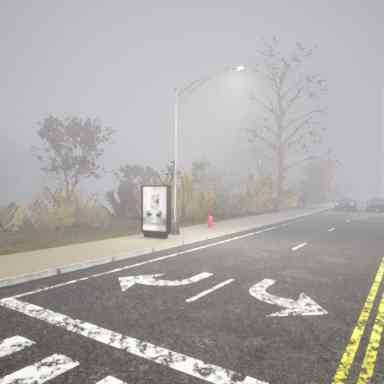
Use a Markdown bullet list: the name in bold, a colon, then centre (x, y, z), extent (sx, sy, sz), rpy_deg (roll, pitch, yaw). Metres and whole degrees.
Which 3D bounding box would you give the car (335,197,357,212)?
- **car**: centre (18.519, 1.389, 39.887), extent (2.097, 1.767, 4.553), rpy_deg (0, 0, 30)

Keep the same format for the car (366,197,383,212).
- **car**: centre (21.330, 1.392, 38.257), extent (2.097, 1.767, 4.553), rpy_deg (0, 0, 30)
